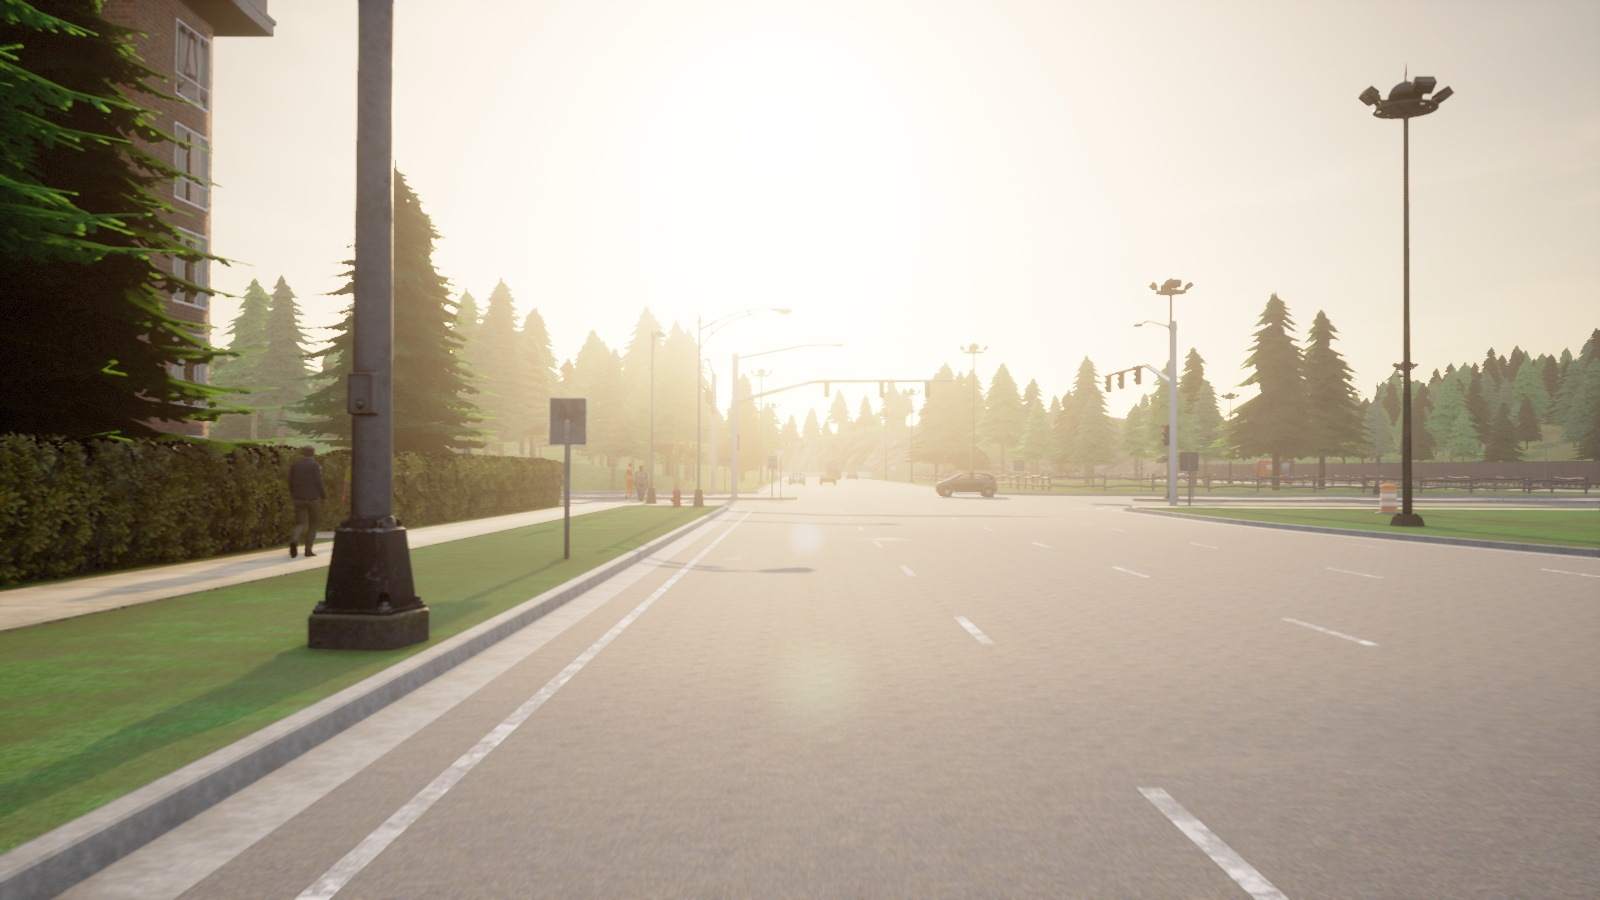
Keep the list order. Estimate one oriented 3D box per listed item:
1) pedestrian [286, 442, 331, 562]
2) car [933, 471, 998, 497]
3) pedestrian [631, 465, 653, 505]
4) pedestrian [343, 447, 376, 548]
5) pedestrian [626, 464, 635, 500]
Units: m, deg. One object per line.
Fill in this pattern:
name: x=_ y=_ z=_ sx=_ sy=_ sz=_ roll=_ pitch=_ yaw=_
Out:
pedestrian: x=-7.662 y=0.802 z=19.601 sx=0.402 sy=1.842 sz=0.726 roll=0 pitch=-1 yaw=1
car: x=9.999 y=2.028 z=76.160 sx=3.705 sy=1.549 sz=1.789 roll=0 pitch=-1 yaw=0
pedestrian: x=-7.340 y=1.610 z=58.364 sx=0.874 sy=1.855 sz=0.900 roll=0 pitch=-1 yaw=0
pedestrian: x=-8.120 y=0.864 z=23.180 sx=0.354 sy=1.836 sz=0.706 roll=0 pitch=-1 yaw=0
pedestrian: x=-8.676 y=1.621 z=64.179 sx=0.345 sy=1.836 sz=0.594 roll=0 pitch=-1 yaw=3
